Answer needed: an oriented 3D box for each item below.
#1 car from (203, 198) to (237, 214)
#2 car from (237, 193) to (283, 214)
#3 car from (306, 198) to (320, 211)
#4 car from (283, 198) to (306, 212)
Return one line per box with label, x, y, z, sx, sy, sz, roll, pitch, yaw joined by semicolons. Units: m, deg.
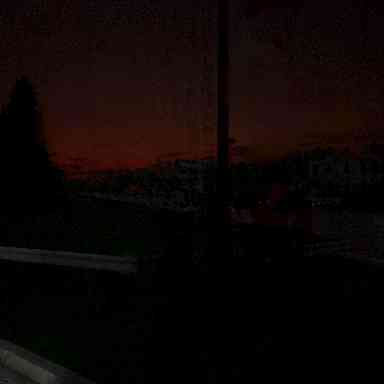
car;2.431;1.388;34.164;1.812;1.442;4.674;0;0;-21
car;6.340;1.084;33.782;2.150;2.045;5.566;0;0;-21
car;12.373;1.409;37.576;1.994;1.385;4.181;0;0;-21
car;9.392;1.345;35.592;2.128;1.511;4.902;0;0;-21
